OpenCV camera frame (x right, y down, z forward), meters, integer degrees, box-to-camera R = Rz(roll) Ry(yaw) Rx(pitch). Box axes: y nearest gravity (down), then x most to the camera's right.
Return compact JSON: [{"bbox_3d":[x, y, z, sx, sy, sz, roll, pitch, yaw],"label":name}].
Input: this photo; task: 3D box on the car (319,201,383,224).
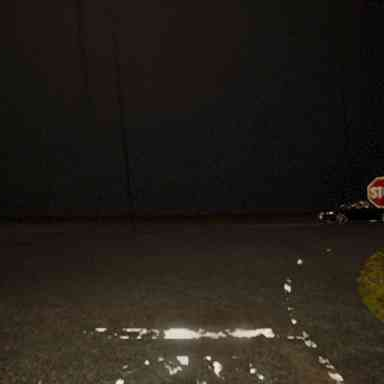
[{"bbox_3d":[11.051,1.357,22.238,4.902,1.511,2.128,-1,-3,-1],"label":"car"}]
